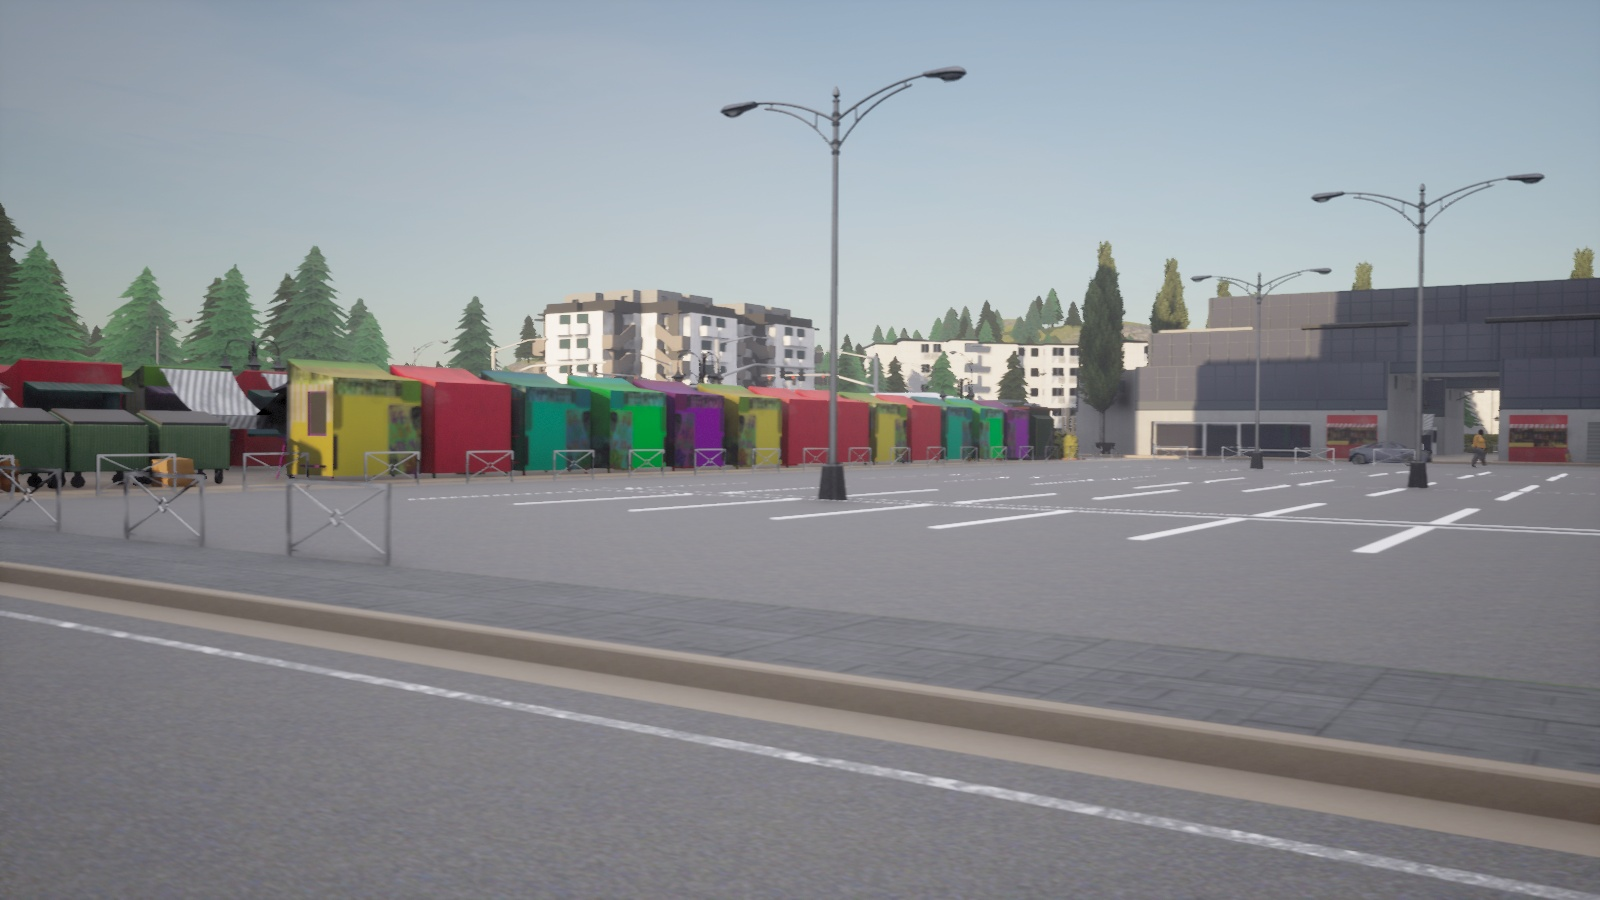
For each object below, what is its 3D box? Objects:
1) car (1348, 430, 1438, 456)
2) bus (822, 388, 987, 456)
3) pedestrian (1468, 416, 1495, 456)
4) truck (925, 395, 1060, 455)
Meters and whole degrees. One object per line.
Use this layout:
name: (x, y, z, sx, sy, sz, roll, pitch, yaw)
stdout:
car: (32.642, -0.388, 69.115, 4.181, 1.385, 1.994, 0, 1, 35)
bus: (6.836, -1.787, 83.175, 10.273, 4.253, 3.944, 0, 1, 35)
pedestrian: (32.581, -0.669, 60.025, 0.874, 1.855, 0.900, -1, 1, -43)
truck: (12.699, -1.630, 83.299, 8.468, 3.827, 2.891, 0, 1, 35)
